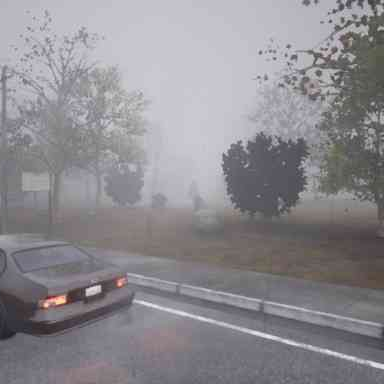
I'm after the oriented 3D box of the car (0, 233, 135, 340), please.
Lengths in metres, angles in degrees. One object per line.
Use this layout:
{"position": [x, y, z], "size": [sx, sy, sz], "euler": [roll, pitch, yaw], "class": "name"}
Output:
{"position": [-3.543, 1.545, 6.511], "size": [5.357, 1.411, 2.033], "euler": [0, 0, 35], "class": "car"}
